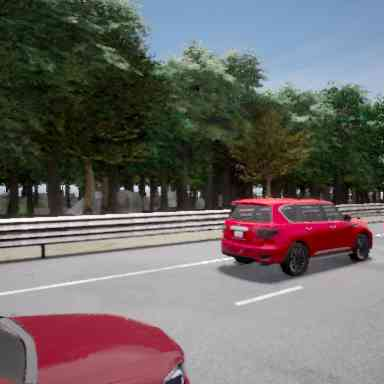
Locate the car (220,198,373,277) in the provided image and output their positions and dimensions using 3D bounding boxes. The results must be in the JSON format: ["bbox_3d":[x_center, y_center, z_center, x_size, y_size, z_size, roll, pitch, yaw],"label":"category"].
[{"bbox_3d":[3.433,1.220,10.495,5.566,2.045,2.150,0,0,-36],"label":"car"}]

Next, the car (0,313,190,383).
[{"bbox_3d":[-2.162,1.526,2.203,4.674,1.442,1.812,0,0,-36],"label":"car"}]
